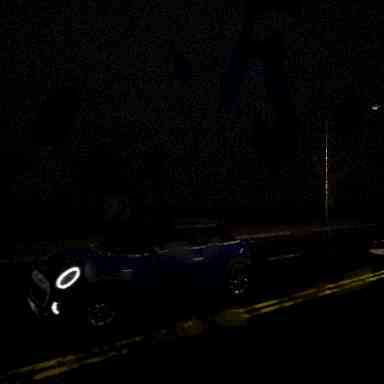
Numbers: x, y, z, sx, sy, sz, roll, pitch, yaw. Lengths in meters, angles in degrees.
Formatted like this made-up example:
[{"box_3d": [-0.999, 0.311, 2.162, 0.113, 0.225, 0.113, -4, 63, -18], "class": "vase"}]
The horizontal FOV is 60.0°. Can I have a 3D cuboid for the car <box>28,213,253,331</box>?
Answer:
[{"box_3d": [-0.896, 1.376, 7.019, 4.553, 1.767, 2.097, 0, 0, -35], "class": "car"}]
